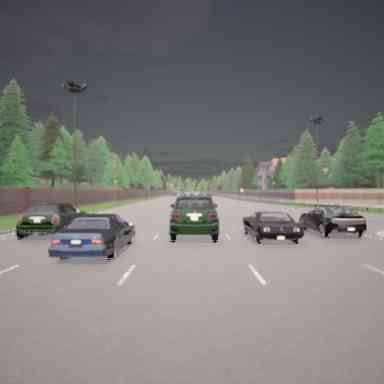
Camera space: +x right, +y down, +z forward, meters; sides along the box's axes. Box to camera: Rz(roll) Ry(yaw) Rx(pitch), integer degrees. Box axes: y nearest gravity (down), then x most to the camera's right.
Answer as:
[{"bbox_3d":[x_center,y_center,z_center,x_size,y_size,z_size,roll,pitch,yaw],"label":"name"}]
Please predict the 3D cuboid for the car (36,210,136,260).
[{"bbox_3d":[-3.401,1.509,12.268,2.033,1.411,5.357,0,0,0],"label":"car"}]

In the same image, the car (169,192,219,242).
[{"bbox_3d":[0.101,1.171,16.255,2.150,2.045,5.566,0,0,0],"label":"car"}]

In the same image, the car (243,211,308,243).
[{"bbox_3d":[3.599,1.552,15.628,1.895,1.301,4.718,0,0,0],"label":"car"}]

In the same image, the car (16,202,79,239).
[{"bbox_3d":[-6.901,1.299,16.953,2.097,1.767,4.553,0,0,0],"label":"car"}]

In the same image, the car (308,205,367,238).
[{"bbox_3d":[7.099,1.438,17.226,2.128,1.511,4.902,0,0,0],"label":"car"}]
